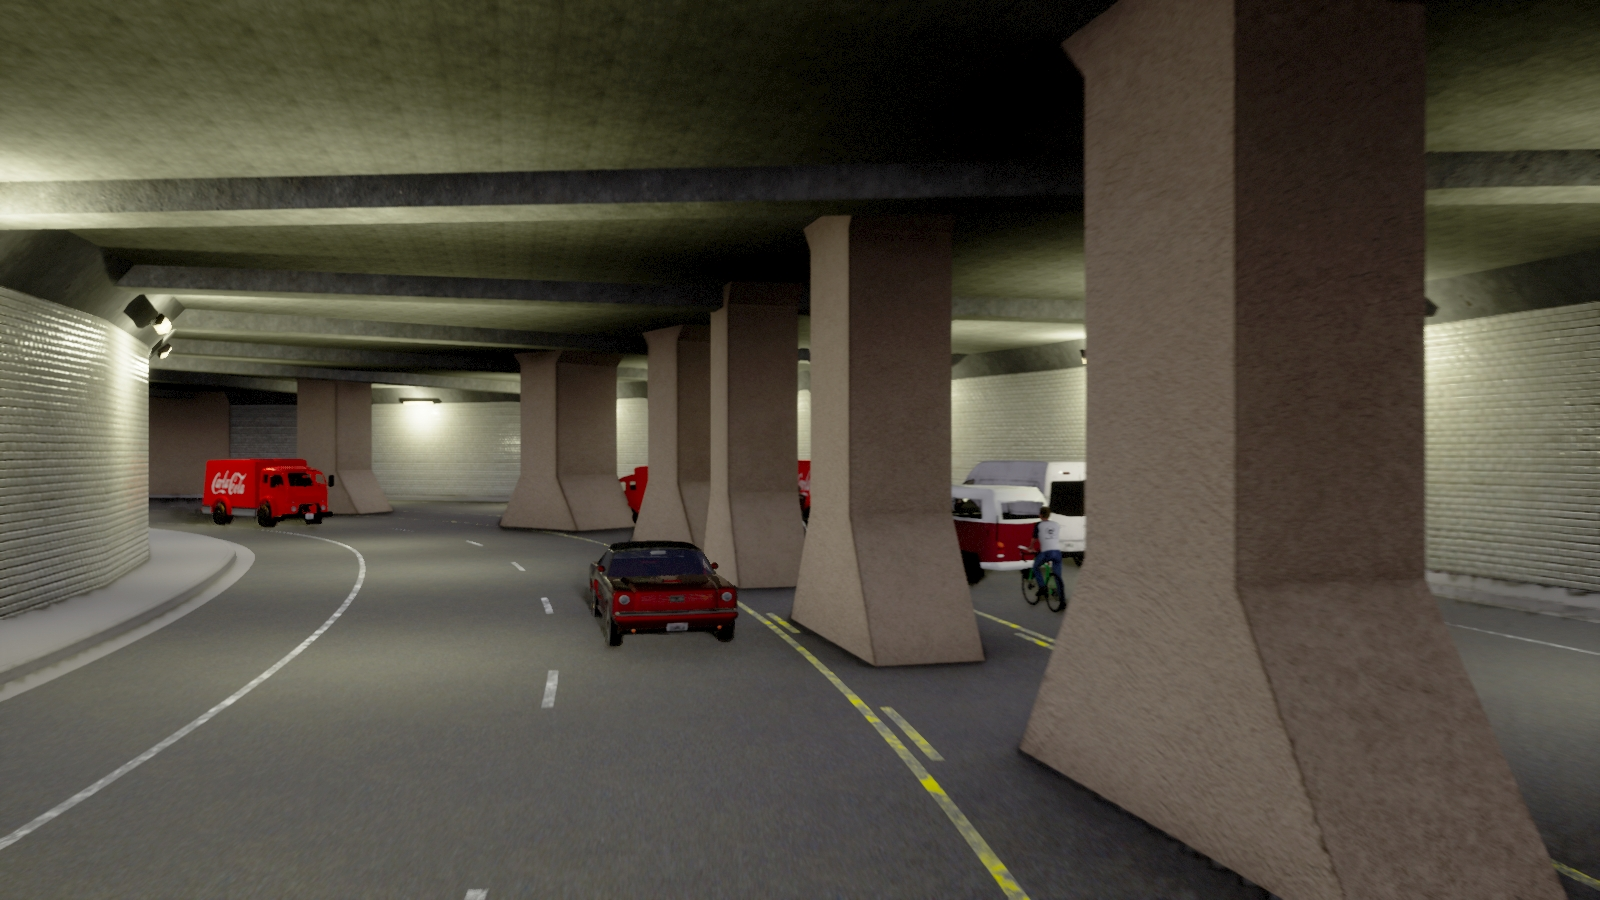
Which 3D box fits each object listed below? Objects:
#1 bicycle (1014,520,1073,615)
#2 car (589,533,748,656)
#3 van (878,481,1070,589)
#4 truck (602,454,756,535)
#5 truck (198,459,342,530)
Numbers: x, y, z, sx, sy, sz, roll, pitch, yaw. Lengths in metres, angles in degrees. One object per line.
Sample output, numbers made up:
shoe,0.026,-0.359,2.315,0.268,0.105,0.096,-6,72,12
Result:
bicycle,4.287,2.041,20.206,0.373,1.521,1.643,0,0,-12
car,-2.233,2.156,18.106,1.895,1.301,4.718,0,0,-14
van,3.748,1.781,25.433,2.069,2.038,4.480,0,0,-25
truck,-4.506,1.670,41.989,5.204,2.467,2.627,-5,3,44
truck,-19.871,1.577,42.785,5.204,2.467,2.627,0,0,35
